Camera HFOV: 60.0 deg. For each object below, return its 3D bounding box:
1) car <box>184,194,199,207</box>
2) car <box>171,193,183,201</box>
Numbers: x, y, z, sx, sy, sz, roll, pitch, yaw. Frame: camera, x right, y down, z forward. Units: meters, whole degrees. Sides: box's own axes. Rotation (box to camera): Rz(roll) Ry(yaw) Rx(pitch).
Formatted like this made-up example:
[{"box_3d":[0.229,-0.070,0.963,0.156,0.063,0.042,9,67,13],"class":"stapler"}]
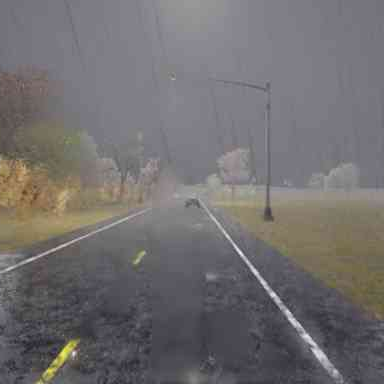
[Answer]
[{"box_3d":[0.091,1.306,46.675,1.837,1.490,4.892,0,0,0],"class":"car"},{"box_3d":[-3.513,1.204,73.367,1.812,1.442,4.674,0,0,0],"class":"car"}]
